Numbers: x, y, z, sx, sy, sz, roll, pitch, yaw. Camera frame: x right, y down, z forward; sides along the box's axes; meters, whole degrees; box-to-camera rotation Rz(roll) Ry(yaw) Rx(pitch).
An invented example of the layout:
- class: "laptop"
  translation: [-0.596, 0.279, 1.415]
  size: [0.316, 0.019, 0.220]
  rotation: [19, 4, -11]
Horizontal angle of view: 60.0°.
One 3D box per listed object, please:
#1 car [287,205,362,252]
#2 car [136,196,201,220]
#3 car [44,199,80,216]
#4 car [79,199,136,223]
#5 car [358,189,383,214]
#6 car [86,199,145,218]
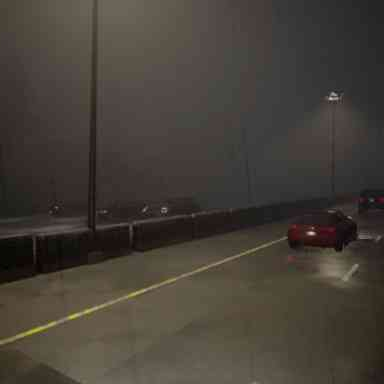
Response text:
- class: "car"
  translation: [5.377, 1.421, 13.474]
  size: [1.994, 1.385, 4.181]
  rotation: [0, 1, 34]
- class: "car"
  translation: [-1.308, 1.102, 22.635]
  size: [2.097, 1.767, 4.553]
  rotation: [0, 1, 34]
- class: "car"
  translation: [-10.077, 1.294, 28.420]
  size: [1.895, 1.301, 4.718]
  rotation: [0, 1, 34]
- class: "car"
  translation: [-5.022, 1.240, 23.412]
  size: [2.128, 1.511, 4.902]
  rotation: [0, 1, 34]
- class: "car"
  translation: [15.905, 0.794, 28.819]
  size: [2.150, 2.045, 5.566]
  rotation: [0, 0, 34]
- class: "car"
  translation: [-6.264, 1.294, 27.789]
  size: [1.895, 1.301, 4.718]
  rotation: [0, 1, 34]
